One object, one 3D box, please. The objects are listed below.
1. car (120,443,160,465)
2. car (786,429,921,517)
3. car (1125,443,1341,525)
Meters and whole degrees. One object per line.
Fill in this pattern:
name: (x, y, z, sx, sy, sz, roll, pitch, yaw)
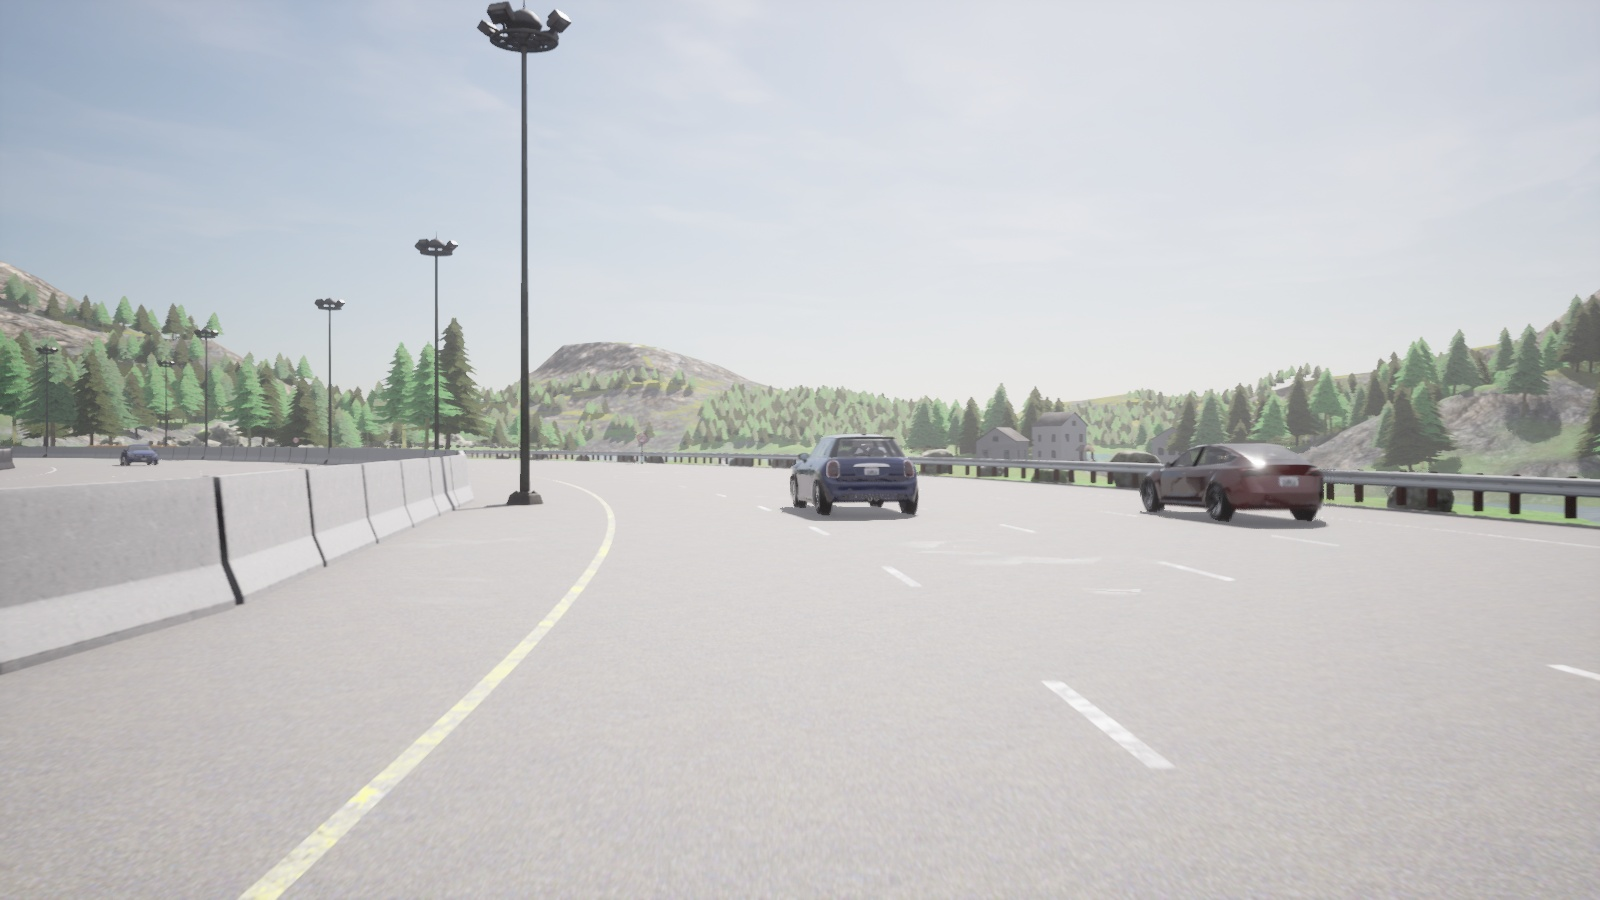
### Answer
car: (-44.055, 0.267, 83.755, 1.812, 1.442, 4.674, 0, 0, -35)
car: (1.073, 0.449, 27.815, 2.097, 1.767, 4.553, 0, 0, -10)
car: (8.563, 0.609, 25.386, 2.163, 1.488, 4.792, 0, 0, -9)
